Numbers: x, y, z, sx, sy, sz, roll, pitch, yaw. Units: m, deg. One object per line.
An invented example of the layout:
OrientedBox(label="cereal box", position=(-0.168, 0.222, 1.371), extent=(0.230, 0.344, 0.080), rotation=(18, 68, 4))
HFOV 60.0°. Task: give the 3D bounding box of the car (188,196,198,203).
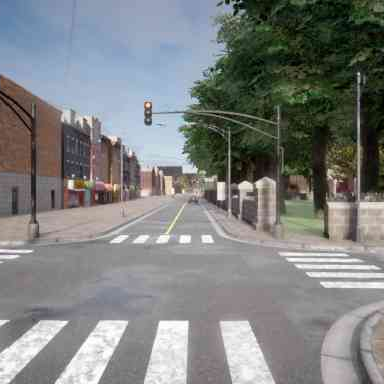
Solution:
OrientedBox(label="car", position=(0.208, 1.506, 67.028), extent=(2.033, 1.411, 5.357), rotation=(0, 0, -1))
